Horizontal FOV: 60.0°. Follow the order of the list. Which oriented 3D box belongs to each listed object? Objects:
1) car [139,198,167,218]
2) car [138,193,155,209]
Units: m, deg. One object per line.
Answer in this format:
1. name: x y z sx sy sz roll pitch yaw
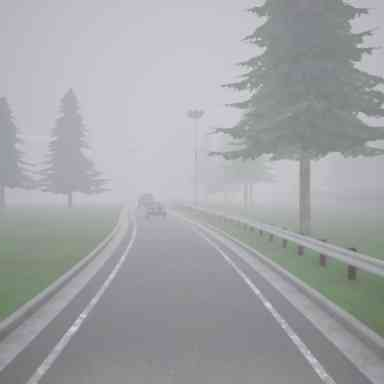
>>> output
1. car: -3.372 1.523 29.804 2.033 1.411 5.357 0 0 -11
2. car: -6.203 1.188 45.398 2.150 2.045 5.566 0 0 -8
